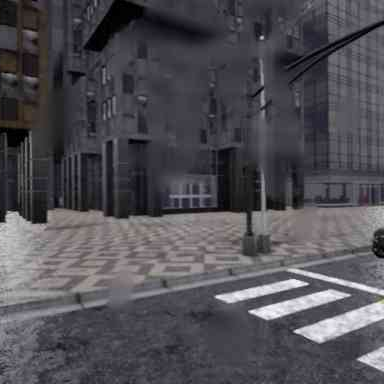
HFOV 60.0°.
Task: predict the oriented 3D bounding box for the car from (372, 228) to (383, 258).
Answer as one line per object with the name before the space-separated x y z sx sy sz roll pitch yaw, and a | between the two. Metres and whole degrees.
car | 8.103 1.407 11.233 5.008 1.535 1.882 -1 0 -32
